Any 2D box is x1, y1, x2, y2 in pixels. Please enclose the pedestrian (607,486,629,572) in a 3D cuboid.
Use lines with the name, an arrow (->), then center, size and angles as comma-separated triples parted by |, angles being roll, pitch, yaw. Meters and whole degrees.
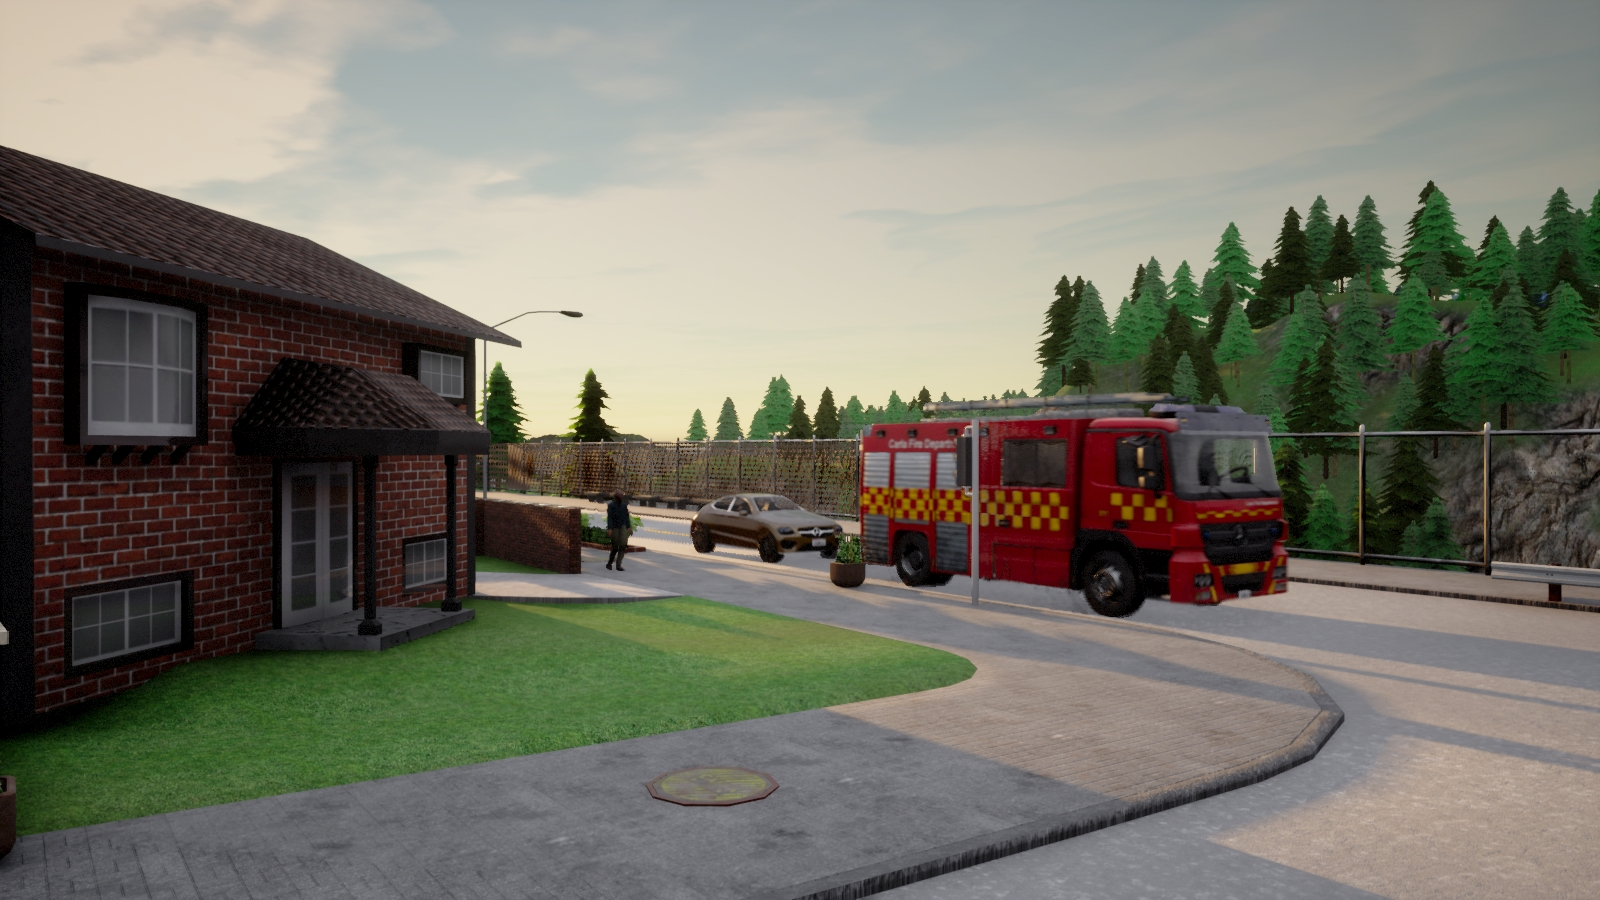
pedestrian -> -4.042, 1.745, 25.368 | 0.375, 1.860, 0.375 | 0, 0, -35

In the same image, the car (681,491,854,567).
car -> -0.971, 1.992, 30.227 | 2.152, 1.651, 5.027 | 0, 0, -35

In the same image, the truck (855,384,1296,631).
truck -> 4.781, 0.890, 21.975 | 2.891, 3.827, 8.468 | 0, 0, -35
